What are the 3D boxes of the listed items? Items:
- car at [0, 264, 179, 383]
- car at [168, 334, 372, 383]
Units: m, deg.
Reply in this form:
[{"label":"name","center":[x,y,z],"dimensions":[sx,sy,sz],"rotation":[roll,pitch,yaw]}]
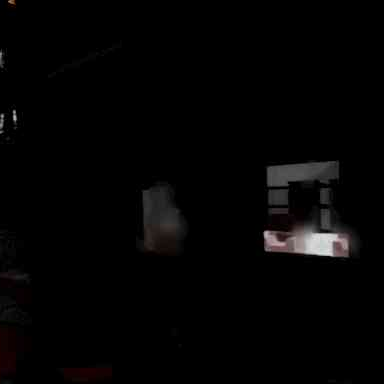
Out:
[{"label":"car","center":[-2.011,1.593,4.182],"dimensions":[4.206,1.307,1.802],"rotation":[0,-2,36]},{"label":"car","center":[2.351,1.522,1.069],"dimensions":[4.829,1.417,1.752],"rotation":[0,-2,36]}]
